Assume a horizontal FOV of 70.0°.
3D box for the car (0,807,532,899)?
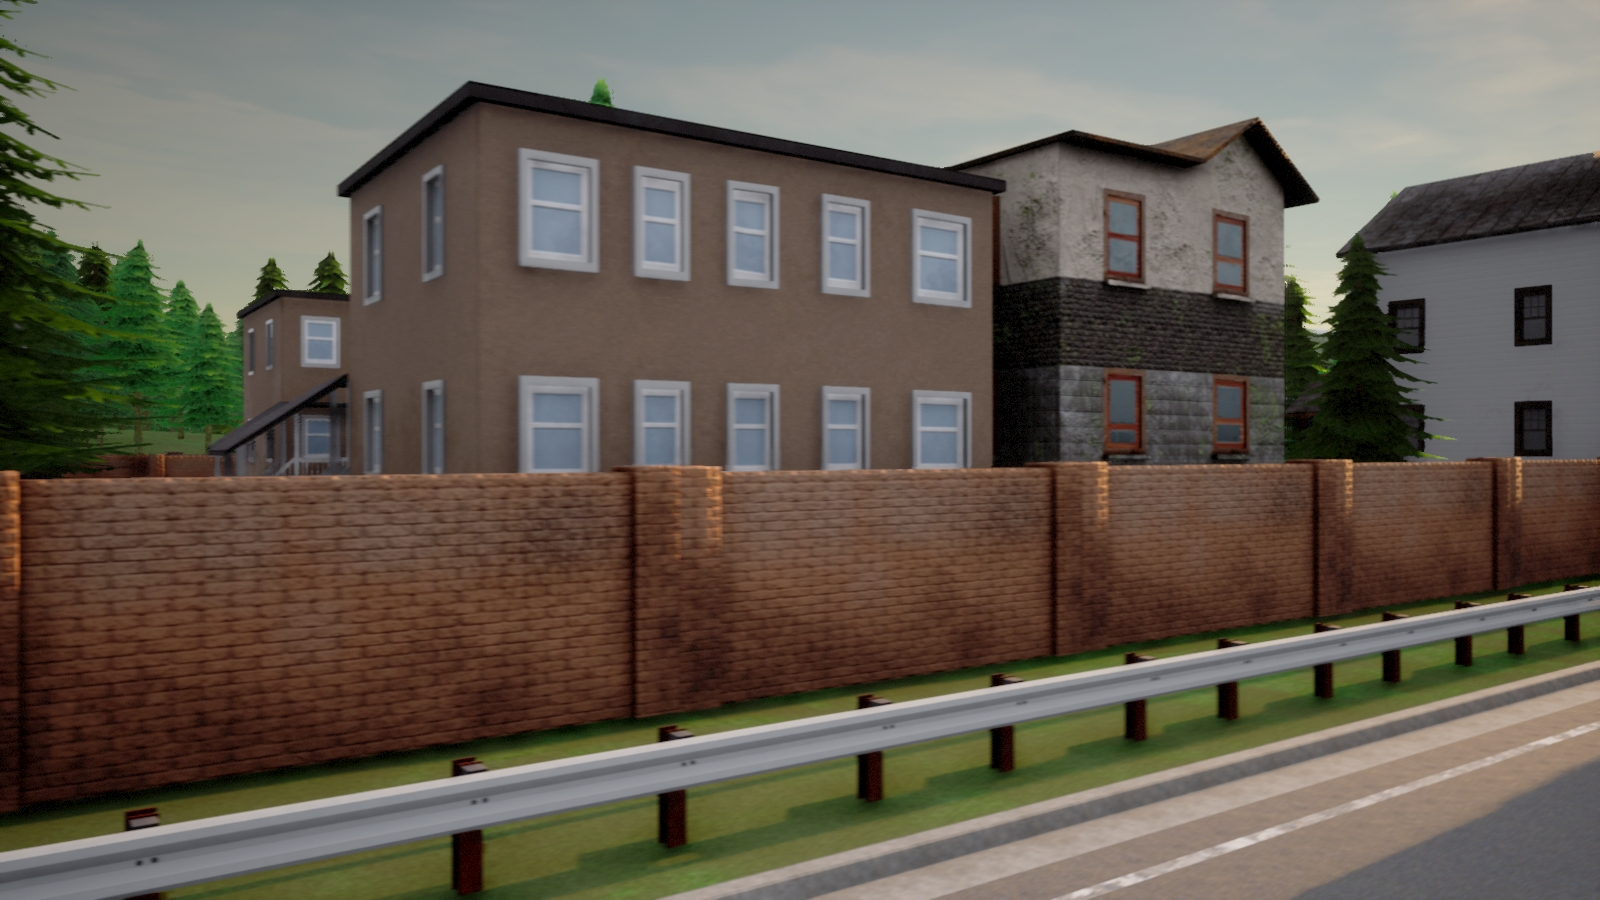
[{"bbox_3d":[-2.622,2.039,1.967,4.514,1.525,2.007,0,0,-35],"label":"car"}]
